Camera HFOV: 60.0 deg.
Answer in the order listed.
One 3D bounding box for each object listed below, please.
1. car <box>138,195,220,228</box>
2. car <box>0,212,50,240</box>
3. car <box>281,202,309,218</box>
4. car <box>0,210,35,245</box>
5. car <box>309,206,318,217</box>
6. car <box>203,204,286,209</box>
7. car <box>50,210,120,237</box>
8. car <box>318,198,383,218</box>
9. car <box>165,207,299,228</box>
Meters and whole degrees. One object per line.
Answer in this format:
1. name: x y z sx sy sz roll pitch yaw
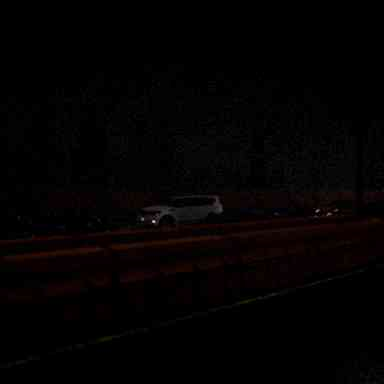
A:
1. car: -0.571 1.217 20.757 5.566 2.045 2.150 0 0 -35
2. car: -6.208 1.352 8.151 4.553 1.767 2.097 0 0 -35
3. car: 7.965 1.539 26.828 5.357 1.411 2.033 0 0 -35
4. car: -9.334 1.564 14.545 4.181 1.385 1.994 0 0 -35
5. car: 11.216 1.343 24.841 4.553 1.767 2.097 0 0 -35
6. car: 3.042 1.559 19.038 4.181 1.385 1.994 0 0 -36
7. car: -5.279 1.505 13.105 4.892 1.490 1.837 0 0 -35
8. car: 9.865 1.345 19.605 4.553 1.767 2.097 0 0 -35
9. car: 1.812 1.544 13.873 5.357 1.411 2.033 0 0 -35
